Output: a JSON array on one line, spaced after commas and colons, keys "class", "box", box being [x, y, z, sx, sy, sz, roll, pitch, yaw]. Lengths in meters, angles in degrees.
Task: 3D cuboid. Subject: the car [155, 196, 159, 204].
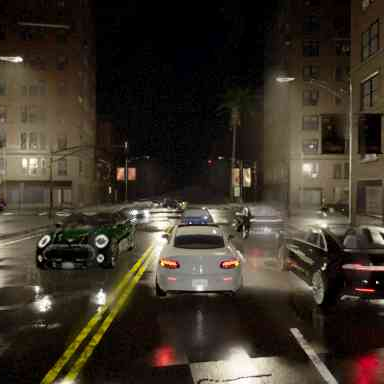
[{"class": "car", "box": [-6.073, 1.533, 63.735, 2.033, 1.411, 5.357, 0, 0, 1]}]

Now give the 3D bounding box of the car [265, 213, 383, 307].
[{"class": "car", "box": [3.388, 1.490, 7.919, 2.128, 1.511, 4.902, 0, 0, 1]}]

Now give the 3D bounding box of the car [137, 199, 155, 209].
[{"class": "car", "box": [-6.280, 1.530, 42.715, 1.895, 1.301, 4.718, 0, -1, 0]}]

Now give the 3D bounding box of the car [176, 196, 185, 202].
[{"class": "car", "box": [-2.675, 1.568, 76.467, 1.895, 1.301, 4.718, 0, 0, 0]}]

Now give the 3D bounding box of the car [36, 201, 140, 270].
[{"class": "car", "box": [-3.268, 1.349, 11.047, 2.097, 1.767, 4.553, 0, 0, 0]}]

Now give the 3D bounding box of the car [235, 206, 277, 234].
[{"class": "car", "box": [3.379, 1.488, 17.227, 2.128, 1.511, 4.902, 0, 0, 0]}]

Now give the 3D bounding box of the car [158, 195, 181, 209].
[{"class": "car", "box": [-3.004, 1.526, 45.499, 2.033, 1.411, 5.357, 0, -1, 0]}]

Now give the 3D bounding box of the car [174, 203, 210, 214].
[{"class": "car", "box": [0.233, 1.543, 17.918, 2.033, 1.411, 5.357, 0, 0, 0]}]

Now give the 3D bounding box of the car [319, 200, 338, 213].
[{"class": "car", "box": [17.015, 1.590, 37.551, 5.008, 1.535, 1.882, 0, 1, 1]}]

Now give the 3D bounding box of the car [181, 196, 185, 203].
[{"class": "car", "box": [-2.788, 1.532, 66.078, 2.033, 1.411, 5.357, 0, 0, 1]}]

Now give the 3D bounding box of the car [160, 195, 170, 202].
[{"class": "car", "box": [-5.941, 1.499, 74.480, 1.812, 1.442, 4.674, 0, 0, 0]}]

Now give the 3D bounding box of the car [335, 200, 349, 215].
[{"class": "car", "box": [16.451, 1.760, 31.607, 4.313, 1.339, 1.947, 0, 0, 1]}]

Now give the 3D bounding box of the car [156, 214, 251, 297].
[{"class": "car", "box": [0.163, 1.524, 8.463, 1.812, 1.442, 4.674, 0, 0, 0]}]

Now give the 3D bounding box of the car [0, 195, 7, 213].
[{"class": "car", "box": [-20.689, 1.344, 31.990, 5.008, 1.535, 1.882, 0, 1, -8]}]
